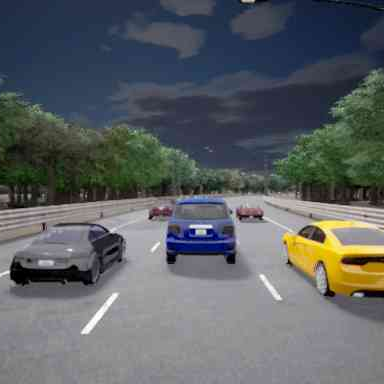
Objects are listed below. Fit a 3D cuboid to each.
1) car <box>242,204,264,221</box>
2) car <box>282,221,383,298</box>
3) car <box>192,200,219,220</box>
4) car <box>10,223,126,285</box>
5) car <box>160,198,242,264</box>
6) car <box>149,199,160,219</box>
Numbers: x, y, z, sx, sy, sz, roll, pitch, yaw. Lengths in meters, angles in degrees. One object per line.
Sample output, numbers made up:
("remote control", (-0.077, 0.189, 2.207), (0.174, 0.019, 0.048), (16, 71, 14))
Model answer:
("car", (4.628, 1.600, 27.325), (1.895, 1.301, 4.718), (0, 0, 4))
("car", (3.746, 1.480, 8.581), (1.882, 1.535, 5.008), (0, 0, 1))
("car", (1.236, 1.486, 28.770), (2.128, 1.511, 4.902), (0, 0, 4))
("car", (-3.231, 1.558, 9.476), (1.994, 1.385, 4.181), (0, 0, 1))
("car", (0.338, 1.219, 12.043), (2.150, 2.045, 5.566), (0, 0, 2))
("car", (-2.292, 1.343, 28.486), (2.097, 1.767, 4.553), (0, 0, 4))
